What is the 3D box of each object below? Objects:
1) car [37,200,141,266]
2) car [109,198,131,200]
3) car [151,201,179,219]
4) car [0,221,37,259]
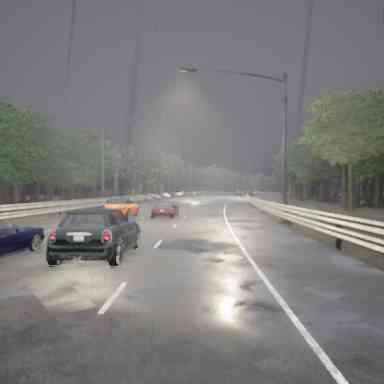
[{"bbox_3d":[-3.160,1.335,11.591,2.097,1.767,4.553,0,0,2],"label":"car"},{"bbox_3d":[-5.832,1.271,27.768,2.097,1.767,4.553,0,0,4],"label":"car"},{"bbox_3d":[-2.256,1.477,28.750,1.994,1.385,4.181,0,0,4],"label":"car"},{"bbox_3d":[-6.697,1.582,10.854,1.895,1.301,4.718,0,0,2],"label":"car"}]
